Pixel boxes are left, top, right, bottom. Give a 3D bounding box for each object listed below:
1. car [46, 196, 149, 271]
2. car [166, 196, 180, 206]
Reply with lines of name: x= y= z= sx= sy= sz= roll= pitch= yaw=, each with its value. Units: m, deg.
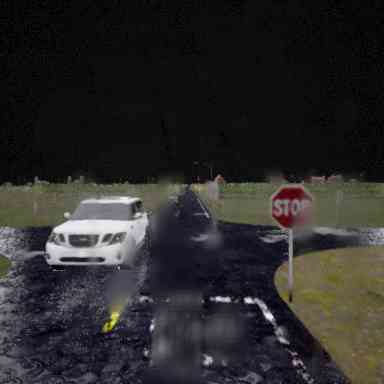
car: x=-2.746 y=1.190 z=11.063 sx=2.150 sy=2.045 sz=5.566 roll=0 pitch=0 yaw=0
car: x=-2.743 y=1.251 z=48.260 sx=2.033 sy=1.411 sz=5.357 roll=0 pitch=0 yaw=0
